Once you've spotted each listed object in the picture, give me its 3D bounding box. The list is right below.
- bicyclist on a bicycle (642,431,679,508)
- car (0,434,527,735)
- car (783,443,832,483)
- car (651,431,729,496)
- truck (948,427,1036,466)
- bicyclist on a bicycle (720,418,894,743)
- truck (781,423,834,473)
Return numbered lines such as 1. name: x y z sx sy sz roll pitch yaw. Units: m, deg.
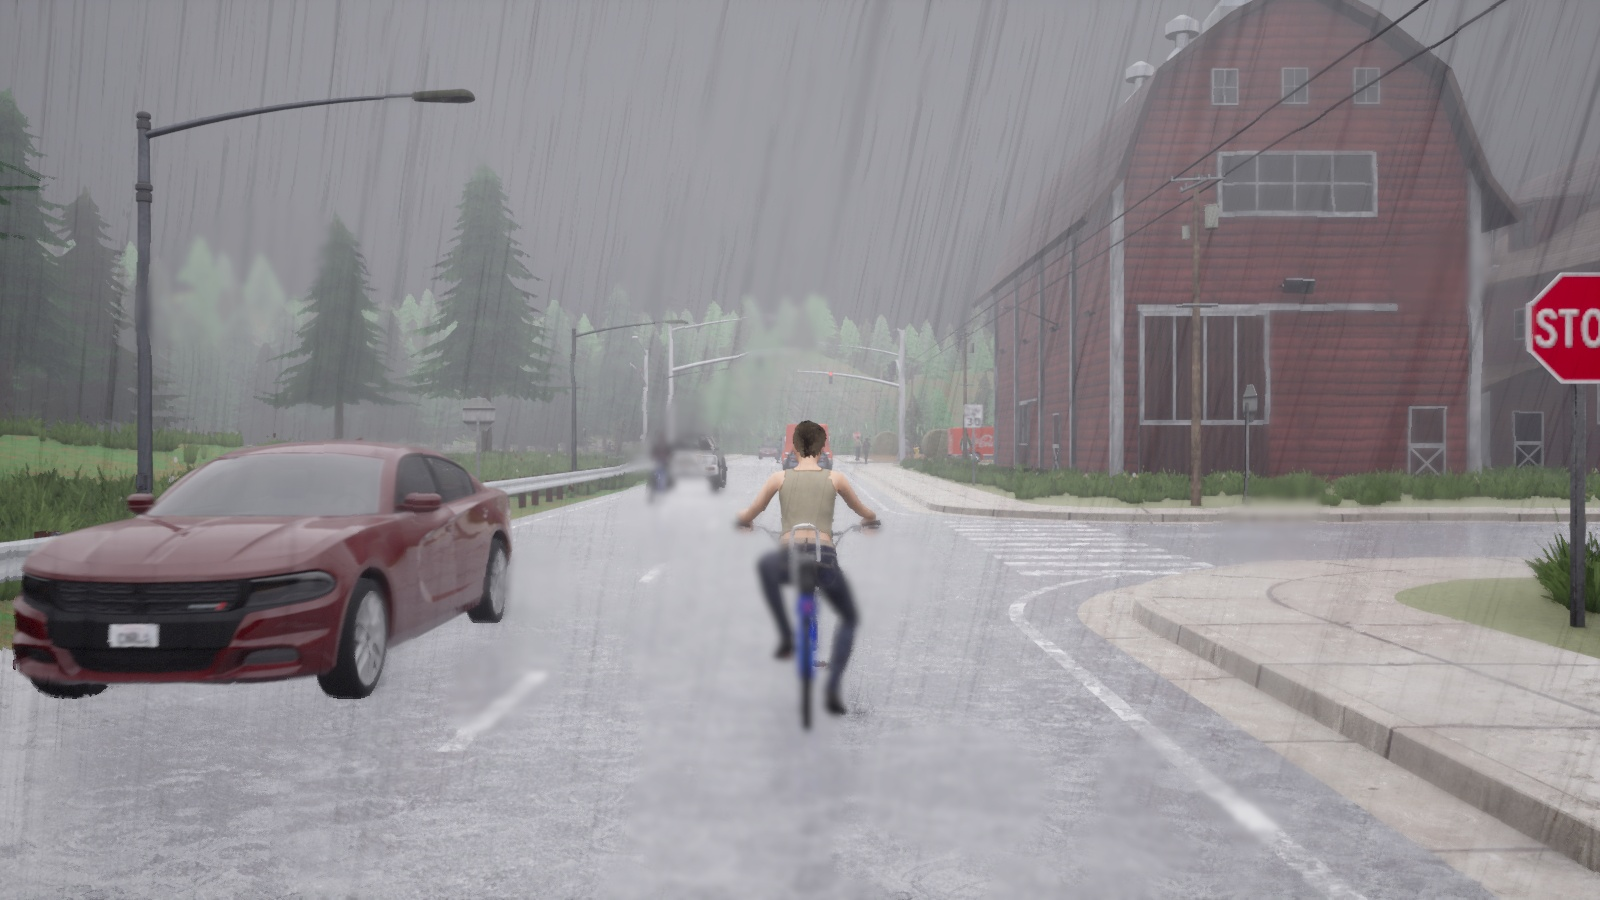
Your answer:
1. bicyclist on a bicycle: -3.316 0.445 29.987 0.659 1.776 1.843 0 0 0
2. car: -3.435 0.671 8.919 1.882 1.535 5.008 0 0 0
3. car: 0.290 0.485 48.810 1.816 1.474 4.193 0 0 0
4. car: -3.270 0.344 38.126 1.932 1.855 4.605 0 1 0
5. truck: 12.228 -0.213 80.200 5.204 2.467 2.627 0 0 -1
6. bicyclist on a bicycle: 0.044 0.644 6.987 0.866 1.612 1.509 0 0 1
7. truck: 0.381 -0.106 64.841 2.627 2.467 5.204 0 0 0
